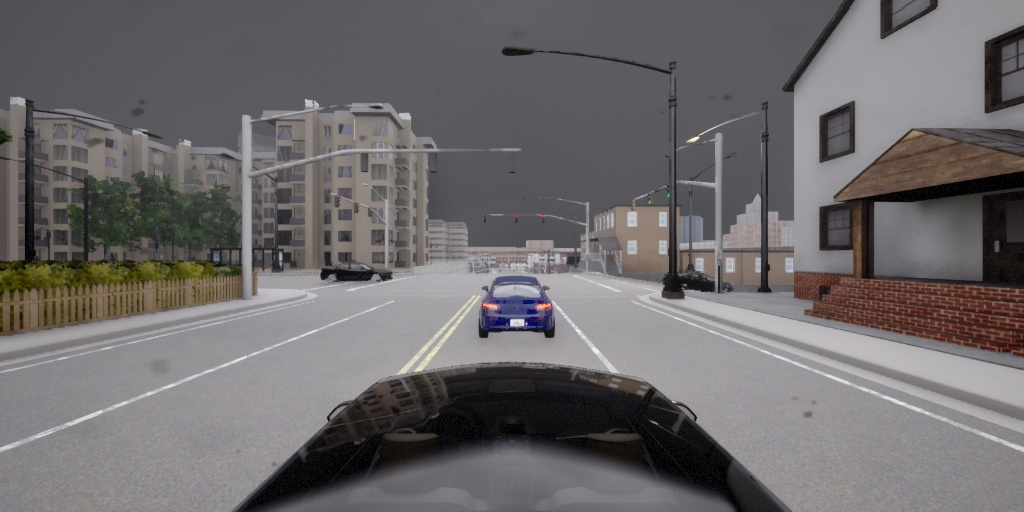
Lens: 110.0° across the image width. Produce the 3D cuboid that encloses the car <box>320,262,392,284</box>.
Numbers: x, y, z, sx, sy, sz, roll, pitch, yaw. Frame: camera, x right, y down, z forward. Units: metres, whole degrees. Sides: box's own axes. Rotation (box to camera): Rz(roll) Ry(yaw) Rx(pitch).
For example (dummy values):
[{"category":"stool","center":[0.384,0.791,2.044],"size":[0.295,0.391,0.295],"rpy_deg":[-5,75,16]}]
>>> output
[{"category":"car","center":[-11.510,1.225,26.658],"size":[5.008,1.535,1.882],"rpy_deg":[0,0,-4]}]

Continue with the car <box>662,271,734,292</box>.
[{"category":"car","center":[13.503,1.945,26.047],"size":[4.892,1.490,1.837],"rpy_deg":[9,0,1]}]

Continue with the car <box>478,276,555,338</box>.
[{"category":"car","center":[0.107,1.276,10.055],"size":[1.812,1.442,4.674],"rpy_deg":[0,0,0]}]
